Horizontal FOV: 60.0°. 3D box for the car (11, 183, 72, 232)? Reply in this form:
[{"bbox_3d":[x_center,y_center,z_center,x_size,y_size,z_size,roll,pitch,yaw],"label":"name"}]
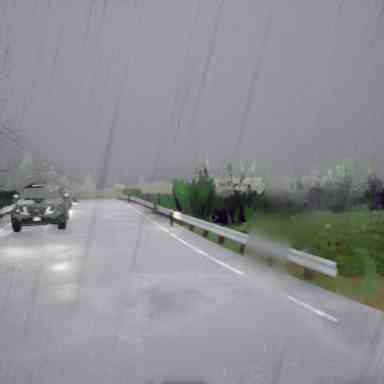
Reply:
[{"bbox_3d":[-7.375,0.620,16.588,2.150,2.045,5.566,-1,4,-18],"label":"car"}]

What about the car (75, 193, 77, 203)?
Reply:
[{"bbox_3d":[-13.508,0.459,36.227,2.033,1.411,5.357,-1,0,-16],"label":"car"}]

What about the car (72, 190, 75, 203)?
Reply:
[{"bbox_3d":[-10.485,0.489,26.181,1.837,1.490,4.892,-1,2,-17],"label":"car"}]
